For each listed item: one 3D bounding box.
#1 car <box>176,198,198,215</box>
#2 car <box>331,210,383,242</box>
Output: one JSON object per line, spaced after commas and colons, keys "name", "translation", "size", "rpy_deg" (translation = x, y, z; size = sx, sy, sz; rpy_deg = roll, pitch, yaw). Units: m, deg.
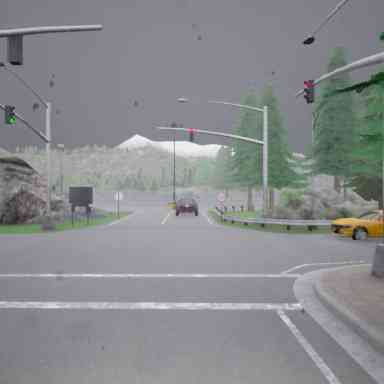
{"name": "car", "translation": [-0.480, 1.351, 33.625], "size": [2.097, 1.767, 4.553], "rpy_deg": [0, 0, 0]}
{"name": "car", "translation": [9.846, 1.668, 17.219], "size": [5.008, 1.535, 1.882], "rpy_deg": [0, 0, -1]}
